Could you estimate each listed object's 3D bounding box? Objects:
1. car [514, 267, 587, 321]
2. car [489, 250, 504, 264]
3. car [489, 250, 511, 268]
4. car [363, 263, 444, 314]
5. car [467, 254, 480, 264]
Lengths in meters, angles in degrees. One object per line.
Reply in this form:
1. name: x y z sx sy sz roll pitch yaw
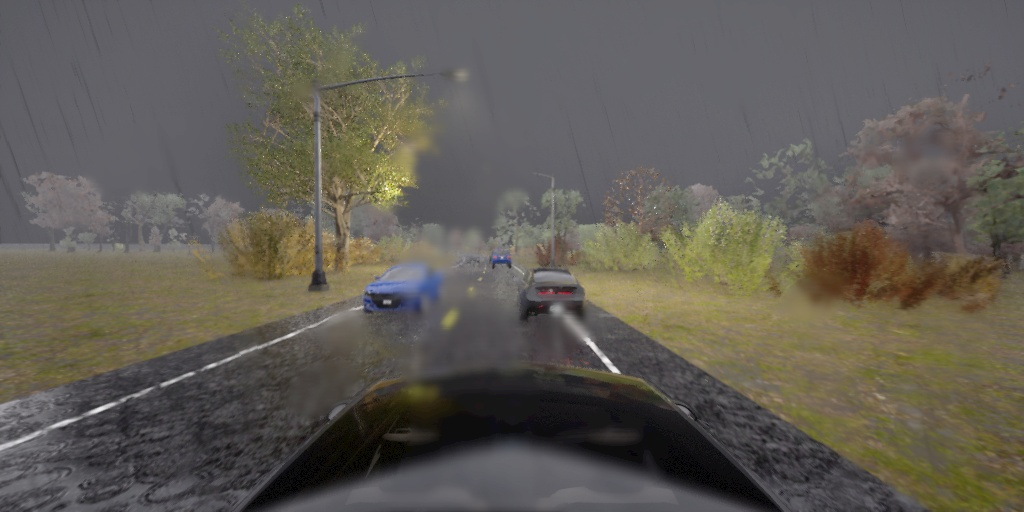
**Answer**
1. car: 1.136 1.103 11.677 1.837 1.490 4.892 0 1 -1
2. car: -2.460 0.065 56.632 2.150 2.045 5.566 0 1 -5
3. car: -1.276 0.309 42.106 2.150 2.045 5.566 0 0 -4
4. car: -3.740 1.057 13.108 1.882 1.535 5.008 0 1 -1
5. car: -5.917 0.422 55.216 2.033 1.411 5.357 0 1 -4
